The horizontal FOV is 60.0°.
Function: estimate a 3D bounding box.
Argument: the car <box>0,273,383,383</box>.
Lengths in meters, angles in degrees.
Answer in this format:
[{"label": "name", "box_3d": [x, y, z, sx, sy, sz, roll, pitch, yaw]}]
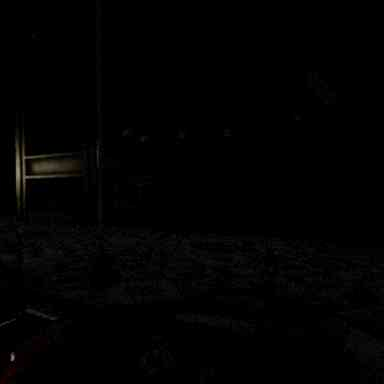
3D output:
[{"label": "car", "box_3d": [0.138, 1.548, 2.872, 4.206, 1.307, 1.802, -1, 1, 31]}]

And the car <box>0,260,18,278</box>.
[{"label": "car", "box_3d": [-4.708, 1.562, 5.750, 4.403, 1.369, 2.008, -1, 1, 31]}]
